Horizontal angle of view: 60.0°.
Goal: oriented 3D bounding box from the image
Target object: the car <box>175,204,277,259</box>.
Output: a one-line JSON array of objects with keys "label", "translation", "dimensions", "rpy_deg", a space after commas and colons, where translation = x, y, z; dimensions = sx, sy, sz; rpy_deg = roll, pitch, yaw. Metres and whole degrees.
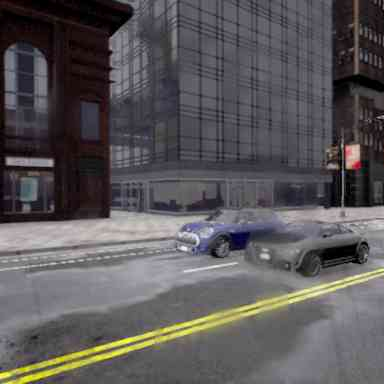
[{"label": "car", "translation": [1.560, 1.362, 12.778], "dimensions": [4.553, 1.767, 2.097], "rpy_deg": [0, 0, -35]}]

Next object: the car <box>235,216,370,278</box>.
[{"label": "car", "translation": [3.620, 1.574, 10.257], "dimensions": [4.181, 1.385, 1.994], "rpy_deg": [0, 0, -35]}]
